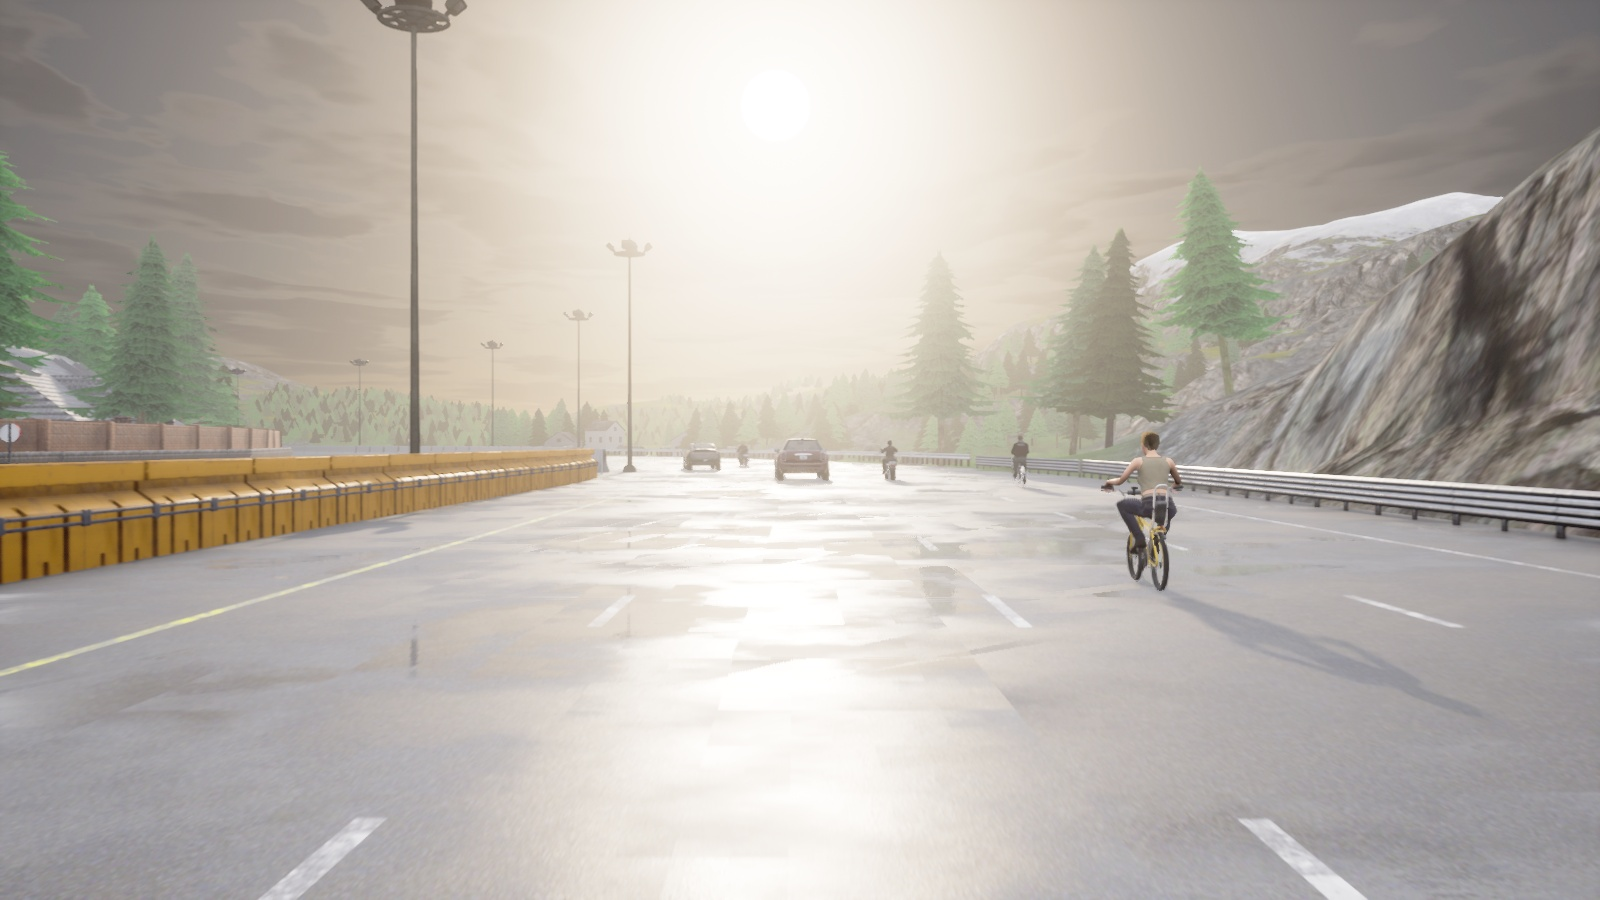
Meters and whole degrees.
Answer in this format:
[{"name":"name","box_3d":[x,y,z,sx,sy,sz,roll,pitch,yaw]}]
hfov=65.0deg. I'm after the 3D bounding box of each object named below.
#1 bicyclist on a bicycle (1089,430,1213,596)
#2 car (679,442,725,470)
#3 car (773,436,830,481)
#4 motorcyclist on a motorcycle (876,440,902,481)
[{"name":"bicyclist on a bicycle","box_3d":[3.586,0.613,12.970,0.866,1.612,1.509,0,0,1]},{"name":"car","box_3d":[-5.537,0.303,70.143,2.128,1.511,4.902,0,0,-10]},{"name":"car","box_3d":[0.009,0.312,51.935,2.097,1.767,4.553,0,0,-3]},{"name":"motorcyclist on a motorcycle","box_3d":[3.599,0.413,50.840,0.766,1.649,2.350,-1,0,-3]}]
